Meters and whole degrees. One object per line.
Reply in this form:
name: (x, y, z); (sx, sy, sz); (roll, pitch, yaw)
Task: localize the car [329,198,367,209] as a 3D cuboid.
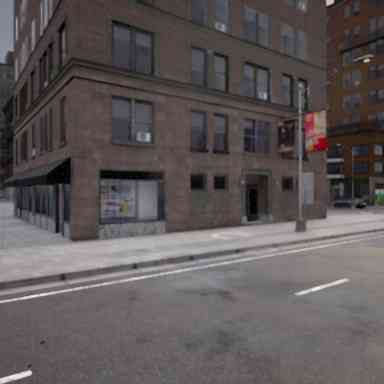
car: (18.725, 1.341, 40.136); (1.947, 1.339, 4.313); (0, 0, -35)
